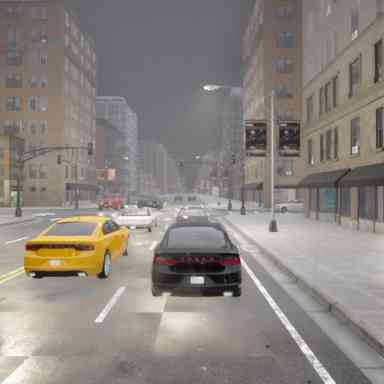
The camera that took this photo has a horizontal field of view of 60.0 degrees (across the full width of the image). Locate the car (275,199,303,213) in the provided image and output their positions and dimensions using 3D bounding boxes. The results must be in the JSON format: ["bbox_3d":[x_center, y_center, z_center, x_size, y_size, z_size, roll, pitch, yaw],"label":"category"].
[{"bbox_3d":[11.711,1.562,37.436,4.674,1.442,1.812,0,0,0],"label":"car"}]

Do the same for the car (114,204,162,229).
[{"bbox_3d":[-3.155,1.601,20.003,1.895,1.301,4.718,0,0,0],"label":"car"}]

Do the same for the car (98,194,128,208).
[{"bbox_3d":[-9.861,1.235,40.844,2.150,2.045,5.566,0,0,0],"label":"car"}]

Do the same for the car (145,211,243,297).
[{"bbox_3d":[0.098,1.478,8.623,1.882,1.535,5.008,0,0,0],"label":"car"}]

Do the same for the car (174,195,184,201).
[{"bbox_3d":[-3.269,1.482,80.790,1.837,1.490,4.892,0,0,0],"label":"car"}]

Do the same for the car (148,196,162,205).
[{"bbox_3d":[-6.590,1.519,59.694,1.812,1.442,4.674,0,0,0],"label":"car"}]

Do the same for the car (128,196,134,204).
[{"bbox_3d":[-9.849,1.500,55.610,1.837,1.490,4.892,0,0,0],"label":"car"}]

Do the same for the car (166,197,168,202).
[{"bbox_3d":[-6.518,1.512,72.980,1.812,1.442,4.674,0,0,0],"label":"car"}]

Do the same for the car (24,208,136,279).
[{"bbox_3d":[-3.154,1.478,10.108,1.882,1.535,5.008,0,0,0],"label":"car"}]

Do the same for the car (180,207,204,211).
[{"bbox_3d":[-0.004,1.547,18.442,2.033,1.411,5.357,0,0,0],"label":"car"}]

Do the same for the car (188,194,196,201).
[{"bbox_3d":[-0.019,1.460,80.791,1.882,1.535,5.008,0,0,0],"label":"car"}]

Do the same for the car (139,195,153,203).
[{"bbox_3d":[-9.767,1.514,70.896,2.128,1.511,4.902,0,0,0],"label":"car"}]

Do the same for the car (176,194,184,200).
[{"bbox_3d":[-3.272,1.390,91.210,2.033,1.411,5.357,0,0,0],"label":"car"}]

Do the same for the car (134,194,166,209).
[{"bbox_3d":[-5.298,1.225,41.389,2.150,2.045,5.566,-1,0,-20],"label":"car"}]

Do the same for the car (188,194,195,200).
[{"bbox_3d":[-0.022,1.328,91.211,1.882,1.535,5.008,0,0,0],"label":"car"}]

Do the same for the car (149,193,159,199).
[{"bbox_3d":[-9.771,1.122,86.208,2.128,1.511,4.902,0,0,0],"label":"car"}]
